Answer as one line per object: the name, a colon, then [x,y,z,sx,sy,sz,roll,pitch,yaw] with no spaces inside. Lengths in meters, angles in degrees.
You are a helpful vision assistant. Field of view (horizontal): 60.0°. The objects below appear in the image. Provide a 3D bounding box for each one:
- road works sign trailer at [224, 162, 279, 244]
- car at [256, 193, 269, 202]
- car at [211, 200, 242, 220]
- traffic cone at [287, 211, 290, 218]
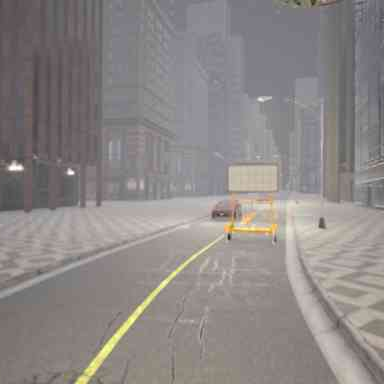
road works sign trailer: [2.872,0.420,15.742,2.380,3.560,2.880,0,0,16]
car: [14.043,0.936,66.082,2.150,2.045,5.566,0,1,16]
car: [2.914,1.381,27.253,1.882,1.535,5.008,0,0,16]
traffic cone: [8.075,1.880,27.782,0.340,0.580,0.340,0,0,16]
